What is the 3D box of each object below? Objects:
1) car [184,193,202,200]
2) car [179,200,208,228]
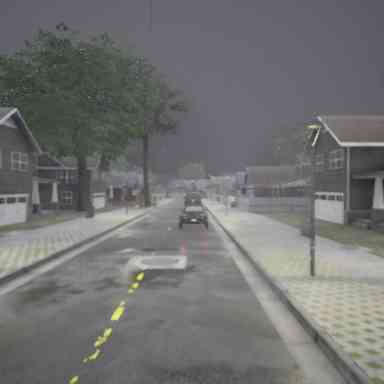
[{"bbox_3d":[0.123,1.204,42.422,2.150,2.045,5.566,0,0,0],"label":"car"},{"bbox_3d":[0.112,1.520,22.279,1.812,1.442,4.674,0,0,0],"label":"car"}]
